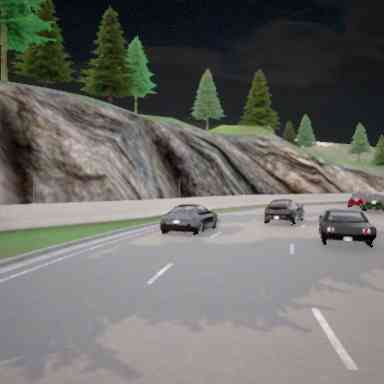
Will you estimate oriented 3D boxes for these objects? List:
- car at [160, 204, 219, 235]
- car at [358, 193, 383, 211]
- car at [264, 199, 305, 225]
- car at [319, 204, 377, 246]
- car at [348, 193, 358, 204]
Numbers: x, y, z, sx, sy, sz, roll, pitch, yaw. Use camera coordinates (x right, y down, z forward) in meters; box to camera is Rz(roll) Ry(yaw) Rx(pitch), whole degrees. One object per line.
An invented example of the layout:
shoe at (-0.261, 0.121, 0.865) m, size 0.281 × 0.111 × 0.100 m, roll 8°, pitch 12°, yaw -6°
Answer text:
car at (-0.021, 1.311, 17.124) m, size 1.994 × 1.385 × 4.181 m, roll 0°, pitch 1°, yaw 20°
car at (17.637, 0.965, 30.985) m, size 4.553 × 1.767 × 2.097 m, roll -1°, pitch 1°, yaw -45°
car at (6.055, 1.211, 21.550) m, size 1.837 × 1.490 × 4.892 m, roll 0°, pitch 1°, yaw 27°
car at (6.513, 1.414, 14.351) m, size 1.895 × 1.301 × 4.718 m, roll 0°, pitch 1°, yaw 20°
car at (19.249, 0.887, 36.806) m, size 4.553 × 1.767 × 2.097 m, roll 0°, pitch 1°, yaw -37°
